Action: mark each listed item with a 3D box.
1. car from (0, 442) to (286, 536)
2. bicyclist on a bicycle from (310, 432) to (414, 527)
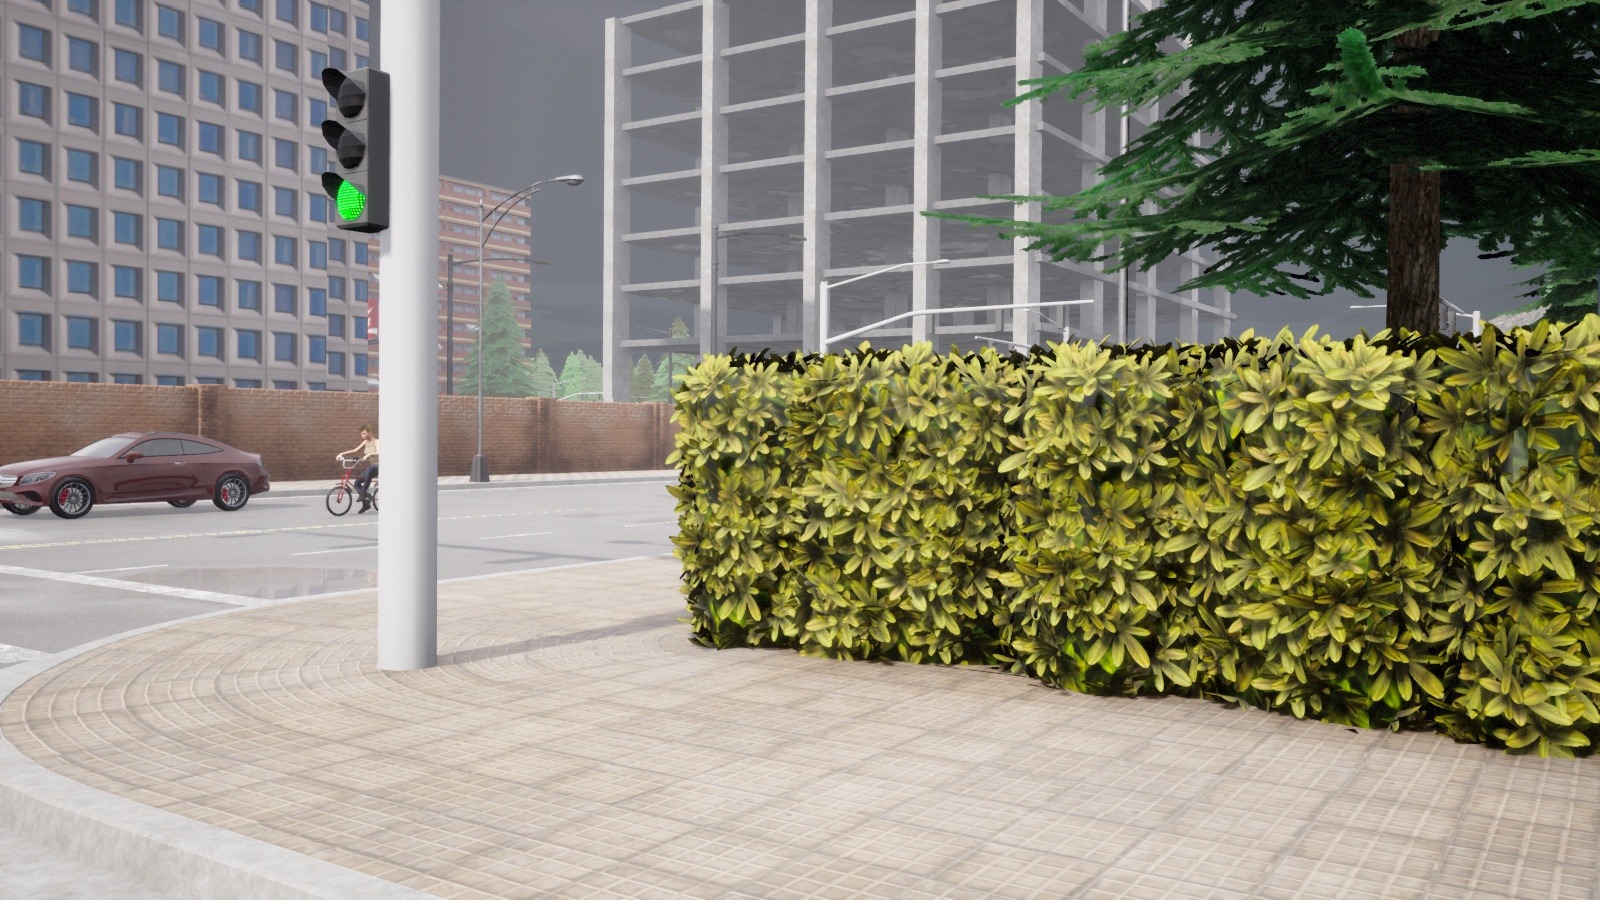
[{"bbox_3d":[-11.841,0.613,22.469,1.812,1.442,4.674,0,1,33],"label":"car"},{"bbox_3d":[-7.757,0.489,22.290,0.866,1.612,1.509,0,1,34],"label":"bicyclist on a bicycle"}]
